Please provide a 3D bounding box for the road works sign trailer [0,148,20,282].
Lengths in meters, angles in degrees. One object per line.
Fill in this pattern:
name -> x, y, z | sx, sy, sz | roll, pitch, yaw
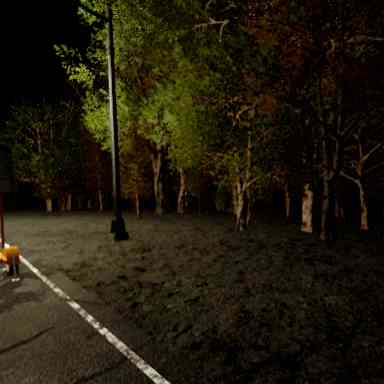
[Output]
road works sign trailer -> -6.185, 0.523, 8.974 | 2.380, 3.560, 2.880 | -3, 2, -36
